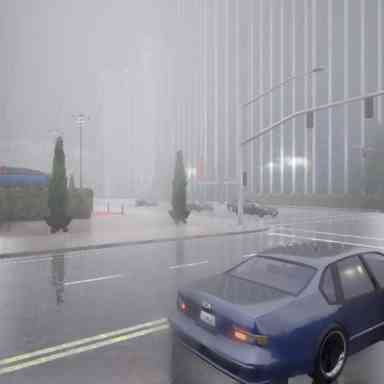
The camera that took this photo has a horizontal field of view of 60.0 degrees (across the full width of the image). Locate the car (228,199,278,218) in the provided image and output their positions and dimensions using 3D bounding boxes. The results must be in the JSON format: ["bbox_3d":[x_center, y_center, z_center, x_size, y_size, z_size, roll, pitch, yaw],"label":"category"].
[{"bbox_3d":[5.809,1.526,30.752,1.812,1.442,4.674,0,0,-34],"label":"car"}]

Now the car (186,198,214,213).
[{"bbox_3d":[0.521,1.526,38.149,1.812,1.442,4.674,0,0,-36],"label":"car"}]

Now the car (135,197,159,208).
[{"bbox_3d":[-6.583,1.503,47.937,1.837,1.490,4.892,0,0,-36],"label":"car"}]

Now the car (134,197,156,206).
[{"bbox_3d":[-7.961,1.526,55.846,1.812,1.442,4.674,0,0,-36],"label":"car"}]

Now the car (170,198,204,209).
[{"bbox_3d":[-0.787,1.547,45.886,2.033,1.411,5.357,0,0,-36],"label":"car"}]

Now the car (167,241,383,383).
[{"bbox_3d":[2.243,1.547,5.402,5.357,1.411,2.033,0,0,-35],"label":"car"}]
